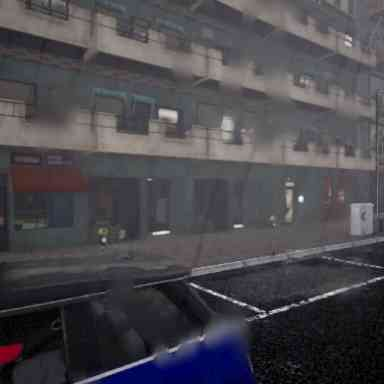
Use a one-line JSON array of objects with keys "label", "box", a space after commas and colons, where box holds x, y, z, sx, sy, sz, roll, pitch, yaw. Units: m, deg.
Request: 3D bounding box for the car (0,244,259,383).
[{"label": "car", "box": [-1.707, 1.353, 2.161, 4.553, 1.767, 2.097, 0, 0, -35]}]
